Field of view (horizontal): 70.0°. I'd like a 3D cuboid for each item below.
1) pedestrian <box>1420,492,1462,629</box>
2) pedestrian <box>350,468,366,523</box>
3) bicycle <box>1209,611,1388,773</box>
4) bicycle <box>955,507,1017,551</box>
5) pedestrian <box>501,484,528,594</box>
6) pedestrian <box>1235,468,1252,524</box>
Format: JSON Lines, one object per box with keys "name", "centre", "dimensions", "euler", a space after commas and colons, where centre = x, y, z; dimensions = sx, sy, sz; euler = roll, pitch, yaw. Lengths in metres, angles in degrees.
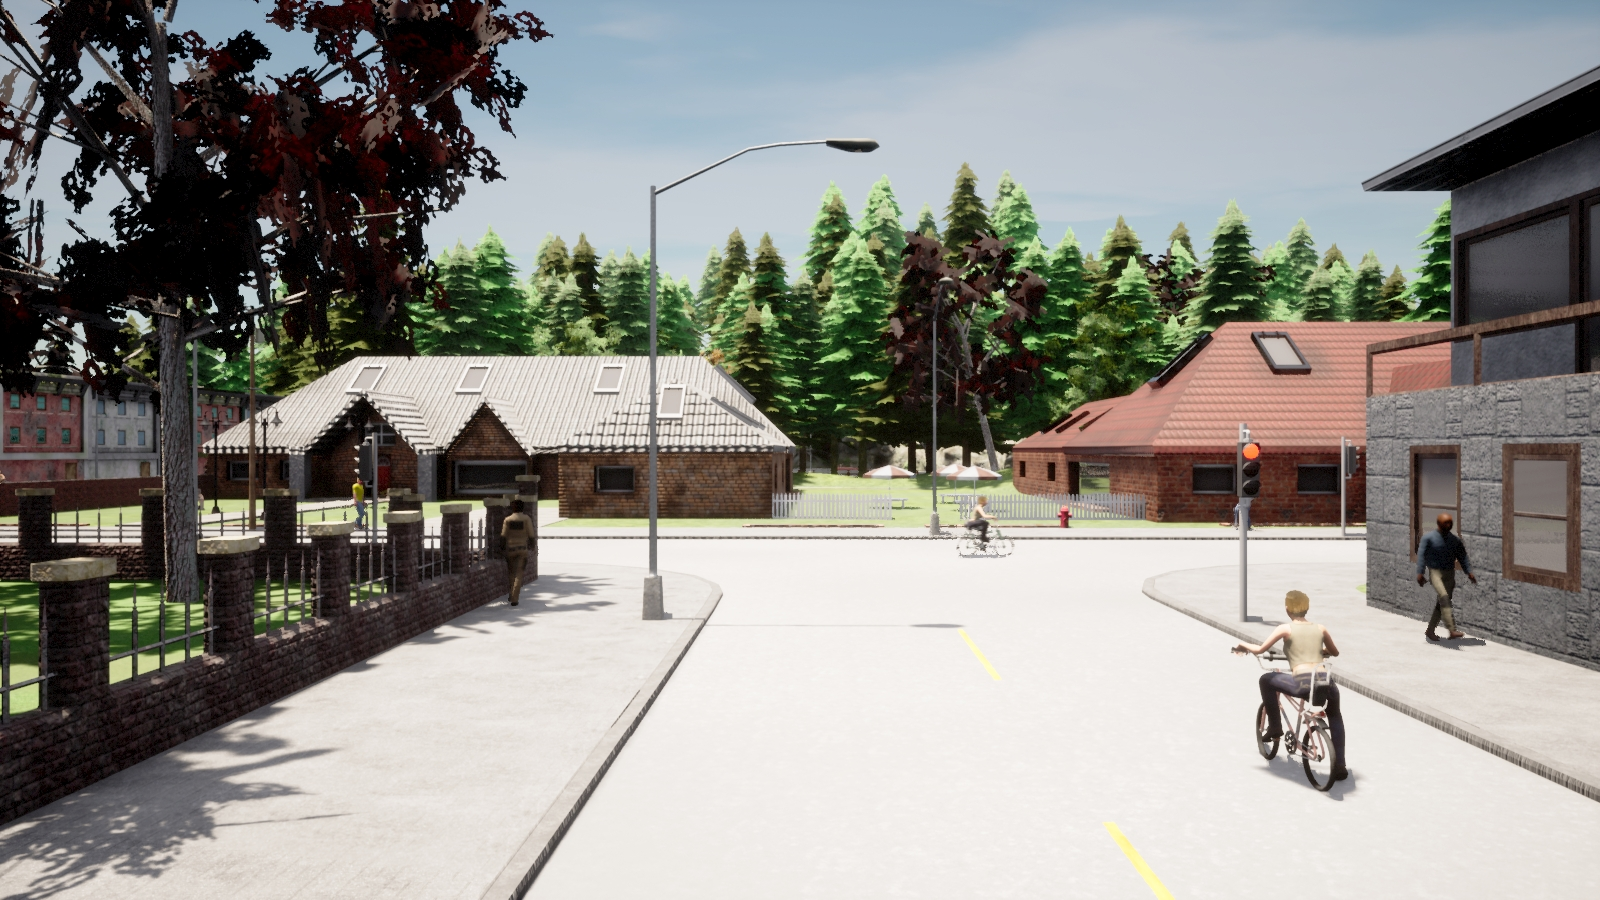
{"name": "pedestrian", "centre": [8.858, 1.516, 15.800], "dimensions": [0.375, 1.860, 0.375], "euler": [0, 0, 1]}
{"name": "pedestrian", "centre": [-14.870, 1.524, 38.430], "dimensions": [0.375, 1.860, 0.375], "euler": [0, 0, 2]}
{"name": "bicycle", "centre": [4.247, 2.036, 9.857], "dimensions": [0.859, 1.080, 1.487], "euler": [0, 0, -2]}
{"name": "bicycle", "centre": [4.828, 2.036, 29.719], "dimensions": [1.487, 1.080, 0.859], "euler": [0, 0, 1]}
{"name": "pedestrian", "centre": [-4.905, 1.523, 19.650], "dimensions": [0.375, 1.860, 0.375], "euler": [0, 0, -2]}
{"name": "pedestrian", "centre": [14.740, 1.524, 37.954], "dimensions": [0.375, 1.860, 0.375], "euler": [0, 0, -22]}
